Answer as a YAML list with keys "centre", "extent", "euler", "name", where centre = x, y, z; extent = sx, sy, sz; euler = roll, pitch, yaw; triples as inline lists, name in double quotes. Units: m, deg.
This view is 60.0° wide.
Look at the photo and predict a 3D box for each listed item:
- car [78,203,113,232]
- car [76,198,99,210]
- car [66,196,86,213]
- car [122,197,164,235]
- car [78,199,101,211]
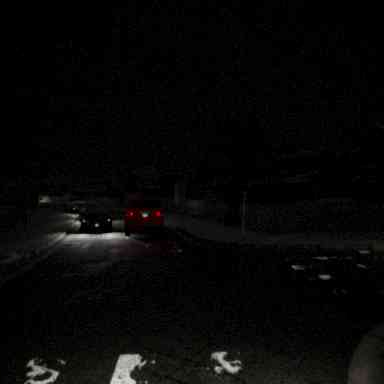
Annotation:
- centre: [-6.101, 1.652, 21.251]
  extent: [1.812, 1.442, 4.674]
  euler: [0, 0, -16]
  name: "car"
- centre: [-9.498, 1.669, 31.329]
  extent: [1.882, 1.535, 5.008]
  euler: [0, 0, -23]
  name: "car"
- centre: [-13.942, 1.484, 40.670]
  extent: [2.150, 2.045, 5.566]
  euler: [0, 0, -29]
  name: "car"
- centre: [-2.937, 1.331, 19.893]
  extent: [2.150, 2.045, 5.566]
  euler: [0, 0, -11]
  name: "car"
- centre: [-14.817, 1.785, 47.839]
  extent: [1.882, 1.535, 5.008]
  euler: [0, 0, -33]
  name: "car"
